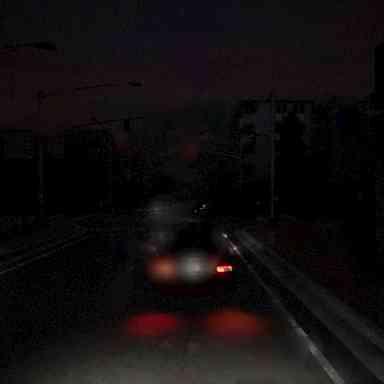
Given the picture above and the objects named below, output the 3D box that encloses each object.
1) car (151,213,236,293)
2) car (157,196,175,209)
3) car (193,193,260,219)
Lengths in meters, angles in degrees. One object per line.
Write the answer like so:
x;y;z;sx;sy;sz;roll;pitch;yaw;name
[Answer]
0.040;1.547;9.000;2.033;1.411;5.357;0;0;0;car
-3.681;1.505;45.605;1.837;1.490;4.892;0;0;0;car
2.858;1.143;27.157;5.566;2.045;2.150;-1;-1;-19;car
